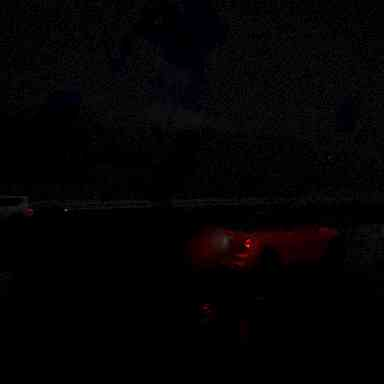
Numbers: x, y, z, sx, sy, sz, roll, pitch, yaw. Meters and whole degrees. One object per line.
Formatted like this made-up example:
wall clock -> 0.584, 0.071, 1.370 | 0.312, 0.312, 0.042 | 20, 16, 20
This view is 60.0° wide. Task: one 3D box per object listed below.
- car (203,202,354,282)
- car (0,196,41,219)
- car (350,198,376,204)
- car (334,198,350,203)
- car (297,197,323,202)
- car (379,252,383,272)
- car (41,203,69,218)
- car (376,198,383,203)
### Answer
car -> 2.593, 1.335, 9.997 | 4.553, 1.767, 2.097 | 0, 0, -35
car -> -12.771, 1.253, 20.653 | 5.566, 2.045, 2.150 | 0, 0, -35
car -> 22.044, 1.480, 41.076 | 4.892, 1.490, 1.837 | 0, 0, -35
car -> 20.033, 1.545, 43.936 | 4.181, 1.385, 1.994 | 0, 0, -35
car -> 15.935, 1.488, 45.335 | 4.892, 1.490, 1.837 | 0, 0, -35
car -> 7.101, 1.517, 8.908 | 5.357, 1.411, 2.033 | 0, 0, -35
car -> -11.930, 1.548, 25.522 | 4.674, 1.442, 1.812 | 0, 0, -35
car -> 23.657, 1.517, 37.932 | 5.357, 1.411, 2.033 | 0, 0, -35
